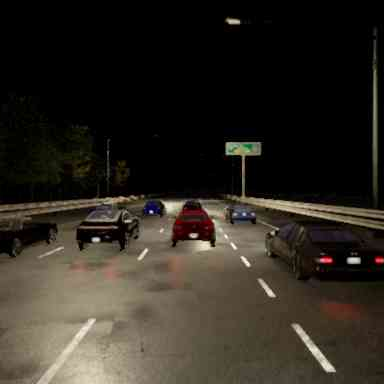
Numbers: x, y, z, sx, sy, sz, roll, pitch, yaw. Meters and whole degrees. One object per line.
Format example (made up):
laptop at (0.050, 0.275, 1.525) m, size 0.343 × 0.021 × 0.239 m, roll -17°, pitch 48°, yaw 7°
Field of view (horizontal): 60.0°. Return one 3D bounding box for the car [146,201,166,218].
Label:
car at (-3.448, 1.531, 30.521) m, size 1.812 × 1.442 × 4.674 m, roll 0°, pitch 0°, yaw 0°

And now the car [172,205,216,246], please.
car at (0.068, 1.533, 15.304) m, size 1.812 × 1.442 × 4.674 m, roll 0°, pitch 0°, yaw 0°

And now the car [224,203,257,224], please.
car at (3.533, 1.556, 24.831) m, size 2.033 × 1.411 × 5.357 m, roll 0°, pitch 0°, yaw 0°

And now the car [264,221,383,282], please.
car at (3.556, 1.553, 9.800) m, size 2.033 × 1.411 × 5.357 m, roll 0°, pitch 0°, yaw 0°

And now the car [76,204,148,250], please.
car at (-3.434, 1.498, 14.337) m, size 2.128 × 1.511 × 4.902 m, roll 0°, pitch 0°, yaw 0°

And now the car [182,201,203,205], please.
car at (0.052, 1.531, 30.485) m, size 1.812 × 1.442 × 4.674 m, roll 0°, pitch 0°, yaw 0°

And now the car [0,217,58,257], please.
car at (-6.935, 1.606, 12.850) m, size 1.895 × 1.301 × 4.718 m, roll 0°, pitch 0°, yaw 0°

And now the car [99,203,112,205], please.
car at (-6.954, 1.607, 28.026) m, size 1.895 × 1.301 × 4.718 m, roll 0°, pitch 0°, yaw 0°
